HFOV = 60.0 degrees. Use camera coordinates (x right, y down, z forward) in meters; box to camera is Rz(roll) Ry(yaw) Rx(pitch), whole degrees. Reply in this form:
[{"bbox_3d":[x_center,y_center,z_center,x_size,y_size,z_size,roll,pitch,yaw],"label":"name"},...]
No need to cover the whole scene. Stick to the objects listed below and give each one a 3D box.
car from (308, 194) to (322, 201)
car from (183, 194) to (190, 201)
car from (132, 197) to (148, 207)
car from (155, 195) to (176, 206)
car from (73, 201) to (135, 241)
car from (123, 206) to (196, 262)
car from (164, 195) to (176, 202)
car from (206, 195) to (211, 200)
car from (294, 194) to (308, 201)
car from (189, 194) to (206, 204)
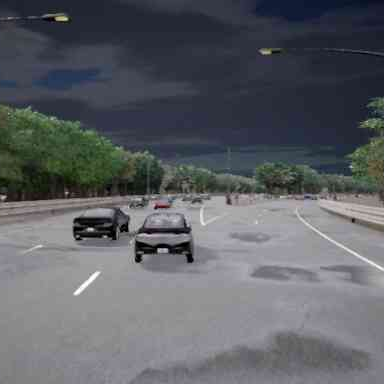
[{"bbox_3d":[31.367,1.501,85.071,1.812,1.442,4.674,0,0,30],"label":"car"},{"bbox_3d":[-0.846,1.419,78.046,1.812,1.442,4.674,0,0,8],"label":"car"},{"bbox_3d":[-7.250,1.452,45.732,1.812,1.442,4.674,0,0,3],"label":"car"},{"bbox_3d":[-3.738,1.506,44.712,1.994,1.385,4.181,0,0,3],"label":"car"},{"bbox_3d":[-4.346,1.450,16.646,1.882,1.535,5.008,0,0,-1],"label":"car"},{"bbox_3d":[-0.895,1.485,12.057,2.128,1.511,4.902,0,0,-1],"label":"car"},{"bbox_3d":[-4.892,1.443,73.751,1.994,1.385,4.181,0,0,7],"label":"car"},{"bbox_3d":[4.002,1.418,87.398,2.128,1.511,4.902,0,0,9],"label":"car"},{"bbox_3d":[27.936,1.523,86.141,1.994,1.385,4.181,0,0,30],"label":"car"},{"bbox_3d":[1.114,1.436,64.076,1.837,1.490,4.892,0,0,6],"label":"car"}]
